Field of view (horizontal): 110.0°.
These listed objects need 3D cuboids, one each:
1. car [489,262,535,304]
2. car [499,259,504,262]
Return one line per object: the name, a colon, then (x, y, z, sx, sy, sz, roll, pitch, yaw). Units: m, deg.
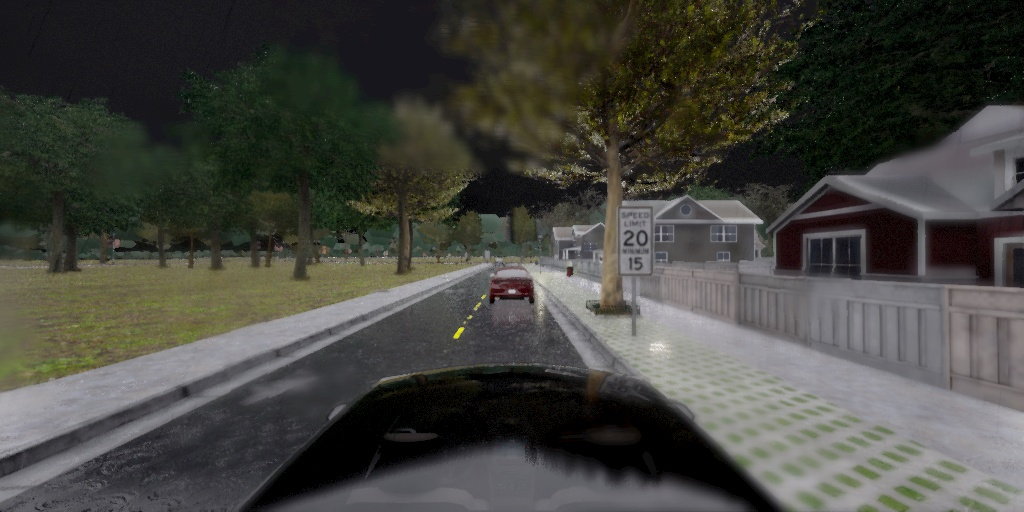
car: (0.000, 1.235, 16.500, 1.882, 1.535, 5.008, 0, 0, 0)
car: (0.000, 1.271, 31.500, 1.837, 1.490, 4.892, 0, 0, 0)
